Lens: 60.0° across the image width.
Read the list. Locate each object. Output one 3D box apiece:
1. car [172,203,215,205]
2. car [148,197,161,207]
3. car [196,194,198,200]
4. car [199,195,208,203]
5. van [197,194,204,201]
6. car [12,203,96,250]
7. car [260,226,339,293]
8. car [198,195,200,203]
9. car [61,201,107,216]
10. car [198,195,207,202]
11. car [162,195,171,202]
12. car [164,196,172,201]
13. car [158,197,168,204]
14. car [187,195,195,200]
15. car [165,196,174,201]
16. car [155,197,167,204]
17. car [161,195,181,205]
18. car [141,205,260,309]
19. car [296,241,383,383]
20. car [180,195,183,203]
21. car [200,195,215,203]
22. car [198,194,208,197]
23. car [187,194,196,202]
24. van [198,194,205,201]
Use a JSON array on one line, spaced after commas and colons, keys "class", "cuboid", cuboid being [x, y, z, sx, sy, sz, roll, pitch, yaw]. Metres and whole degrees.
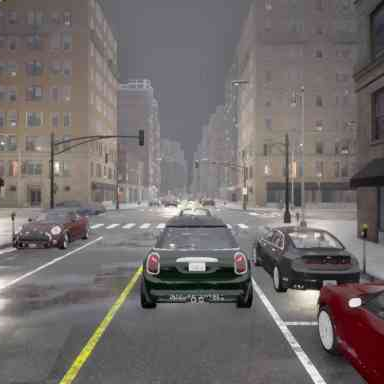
[{"class": "car", "cuboid": [0.133, 1.497, 15.361, 2.128, 1.511, 4.902, 0, 0, 0]}, {"class": "car", "cuboid": [-5.865, 1.595, 52.531, 2.008, 1.369, 4.403, 0, 0, 0]}, {"class": "car", "cuboid": [2.542, 1.398, 69.110, 2.192, 1.841, 5.009, 0, 0, 0]}, {"class": "car", "cuboid": [2.502, 1.540, 74.617, 1.967, 1.590, 4.097, 0, 0, 0]}, {"class": "van", "cuboid": [2.384, 1.502, 91.138, 1.690, 1.788, 3.998, 0, 0, 0]}, {"class": "car", "cuboid": [-5.818, 1.445, 14.169, 1.967, 1.590, 4.097, 0, 0, 0]}, {"class": "car", "cuboid": [2.694, 1.553, 8.662, 2.008, 1.369, 4.403, 0, 0, 0]}, {"class": "car", "cuboid": [2.621, 1.621, 58.095, 1.947, 1.339, 4.313, 0, 0, 0]}, {"class": "car", "cuboid": [-10.571, 1.503, 30.229, 5.357, 1.411, 2.033, 0, 0, 0]}, {"class": "car", "cuboid": [2.463, 1.558, 80.123, 1.967, 1.590, 4.097, 0, 0, 0]}, {"class": "car", "cuboid": [-6.062, 1.558, 80.071, 1.967, 1.590, 4.097, 0, 0, 0]}, {"class": "car", "cuboid": [-6.103, 1.720, 85.579, 1.802, 1.307, 4.206, 0, 0, 0]}, {"class": "car", "cuboid": [-5.984, 1.664, 69.055, 1.802, 1.307, 4.206, 0, 0, 0]}, {"class": "car", "cuboid": [-0.280, 1.542, 90.067, 1.994, 1.385, 4.181, 0, 0, 0]}, {"class": "car", "cuboid": [-6.142, 1.727, 91.087, 1.947, 1.339, 4.313, 0, 0, 0]}, {"class": "car", "cuboid": [-5.944, 1.612, 63.547, 1.887, 1.381, 4.507, 0, 0, 0]}, {"class": "car", "cuboid": [-3.085, 1.588, 50.206, 2.033, 1.411, 5.357, 0, 0, -1]}, {"class": "car", "cuboid": [0.066, 1.354, 8.059, 2.097, 1.767, 4.553, 0, 0, -1]}, {"class": "car", "cuboid": [2.682, 1.545, 3.171, 1.887, 1.381, 4.507, 0, 0, 0]}, {"class": "car", "cuboid": [-3.139, 1.660, 60.023, 1.895, 1.301, 4.718, 0, 0, 0]}, {"class": "car", "cuboid": [2.660, 1.589, 52.589, 1.887, 1.381, 4.507, 0, 0, 0]}, {"class": "car", "cuboid": [2.580, 1.594, 63.773, 1.752, 1.417, 4.829, 0, 0, 0]}, {"class": "car", "cuboid": [-0.208, 1.706, 80.091, 1.895, 1.301, 4.718, 0, 0, 0]}, {"class": "van", "cuboid": [2.424, 1.480, 85.632, 1.690, 1.788, 3.998, 0, 0, 0]}]
